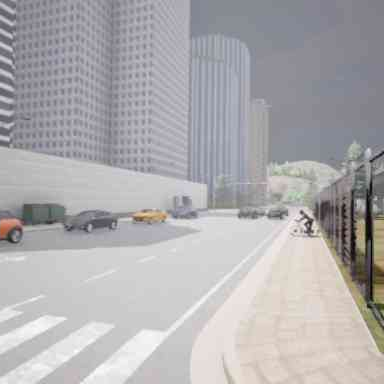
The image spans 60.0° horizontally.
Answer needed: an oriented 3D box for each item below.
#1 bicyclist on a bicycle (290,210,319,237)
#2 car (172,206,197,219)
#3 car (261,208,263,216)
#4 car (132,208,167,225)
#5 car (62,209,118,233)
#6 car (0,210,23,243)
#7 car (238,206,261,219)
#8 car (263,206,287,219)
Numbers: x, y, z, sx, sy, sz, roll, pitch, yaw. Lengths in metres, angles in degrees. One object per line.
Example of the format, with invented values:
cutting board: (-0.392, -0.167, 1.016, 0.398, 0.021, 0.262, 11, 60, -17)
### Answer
bicyclist on a bicycle: (6.863, 1.946, 20.325, 1.656, 1.620, 0.582, 0, -2, 19)
car: (-0.884, 2.515, 42.451, 2.097, 1.767, 4.553, 0, -2, 19)
car: (10.893, 3.301, 55.085, 1.895, 1.301, 4.718, 0, -2, 19)
car: (-4.149, 2.320, 32.911, 1.882, 1.535, 5.008, 0, -2, 19)
car: (-7.199, 2.045, 23.957, 1.837, 1.490, 4.892, 0, -2, 19)
car: (-10.162, 1.599, 15.245, 2.097, 1.767, 4.553, 0, -2, 19)
car: (7.701, 2.732, 45.557, 2.097, 1.767, 4.553, 0, -2, 19)
car: (11.396, 2.922, 45.386, 2.128, 1.511, 4.902, 0, -2, 19)
